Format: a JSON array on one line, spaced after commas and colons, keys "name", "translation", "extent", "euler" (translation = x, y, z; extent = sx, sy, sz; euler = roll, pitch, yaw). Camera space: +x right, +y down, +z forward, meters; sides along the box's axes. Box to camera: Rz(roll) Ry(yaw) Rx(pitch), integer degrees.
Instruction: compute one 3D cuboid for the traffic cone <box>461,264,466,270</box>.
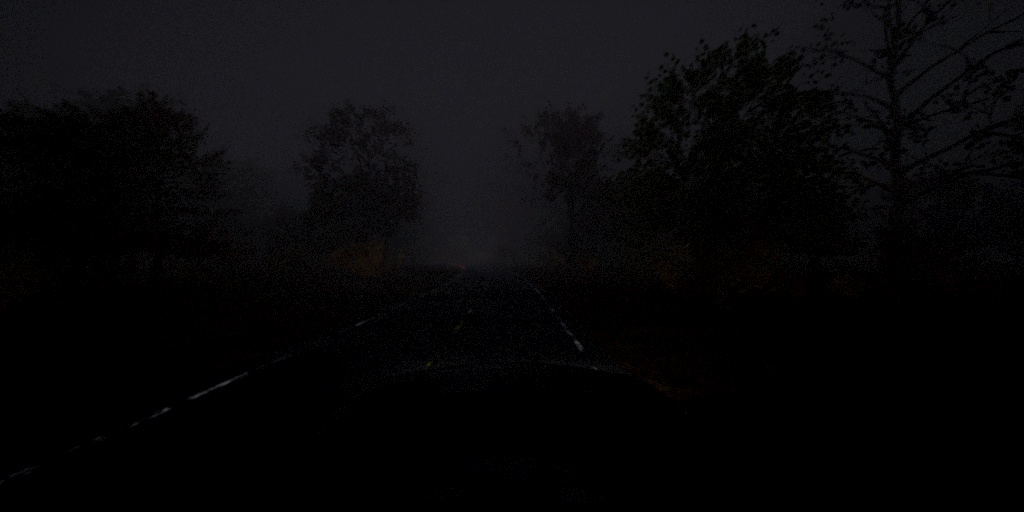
[{"name": "traffic cone", "translation": [-6.925, 1.723, 52.437], "extent": [0.340, 0.580, 0.340], "euler": [0, 0, -9]}]
